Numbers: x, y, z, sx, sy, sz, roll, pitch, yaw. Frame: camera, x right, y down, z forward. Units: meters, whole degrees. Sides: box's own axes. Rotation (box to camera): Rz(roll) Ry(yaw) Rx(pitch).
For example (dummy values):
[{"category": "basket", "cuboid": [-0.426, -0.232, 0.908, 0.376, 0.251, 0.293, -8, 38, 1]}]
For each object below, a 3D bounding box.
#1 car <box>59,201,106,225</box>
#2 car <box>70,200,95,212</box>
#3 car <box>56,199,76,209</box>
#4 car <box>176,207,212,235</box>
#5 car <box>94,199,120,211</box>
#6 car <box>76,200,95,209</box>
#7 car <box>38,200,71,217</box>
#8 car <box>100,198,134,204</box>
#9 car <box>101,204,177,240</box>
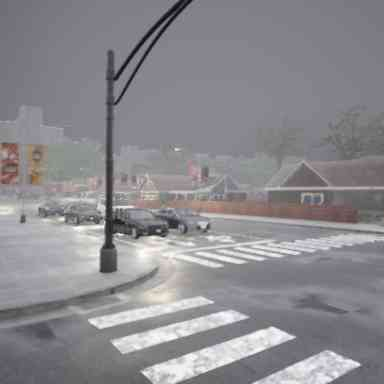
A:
[{"category": "car", "cuboid": [-8.878, 1.776, 26.774, 1.837, 1.490, 4.892, 1, -1, -35]}, {"category": "car", "cuboid": [-16.039, 1.980, 48.342, 2.128, 1.511, 4.902, 1, -1, -35]}, {"category": "car", "cuboid": [-21.045, 2.019, 55.331, 1.882, 1.535, 5.008, 1, -1, -35]}, {"category": "car", "cuboid": [-0.747, 1.733, 20.926, 2.128, 1.511, 4.902, 1, -1, -35]}, {"category": "car", "cuboid": [-12.569, 1.866, 49.001, 2.097, 1.767, 4.553, 1, -1, -35]}, {"category": "car", "cuboid": [-18.394, 2.141, 57.210, 1.994, 1.385, 4.181, 1, -1, -35]}, {"category": "car", "cuboid": [-14.782, 1.693, 35.120, 2.097, 1.767, 4.553, 1, -1, -35]}, {"category": "car", "cuboid": [-6.465, 1.531, 28.987, 2.150, 2.045, 5.566, 1, -1, -35]}, {"category": "car", "cuboid": [-3.105, 1.680, 18.629, 1.882, 1.535, 5.008, 1, -1, -35]}]
